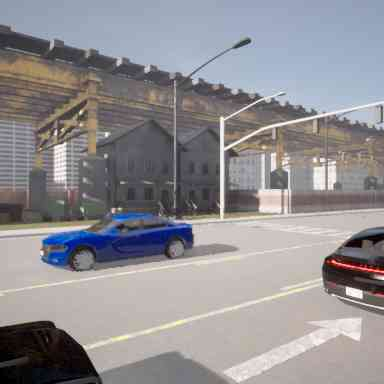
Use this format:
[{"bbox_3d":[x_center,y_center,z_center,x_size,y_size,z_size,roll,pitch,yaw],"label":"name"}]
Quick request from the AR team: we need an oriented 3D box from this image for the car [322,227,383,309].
[{"bbox_3d":[4.801,1.505,7.184,4.892,1.490,1.837,0,0,-35],"label":"car"}]

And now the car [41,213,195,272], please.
[{"bbox_3d":[-2.235,1.477,10.953,5.008,1.535,1.882,0,0,-35],"label":"car"}]

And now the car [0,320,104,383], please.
[{"bbox_3d":[-2.814,1.601,1.743,4.718,1.301,1.895,0,0,-35],"label":"car"}]
